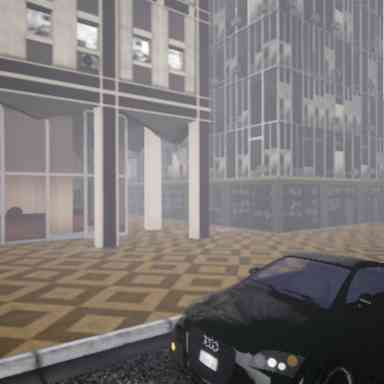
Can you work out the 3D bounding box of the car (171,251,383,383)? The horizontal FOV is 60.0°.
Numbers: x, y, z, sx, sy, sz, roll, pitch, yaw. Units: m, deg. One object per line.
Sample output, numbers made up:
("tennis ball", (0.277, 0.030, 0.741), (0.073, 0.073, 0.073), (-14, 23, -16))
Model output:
("car", (1.796, 1.602, 4.656), (4.181, 1.385, 1.994), (1, 0, -35))
